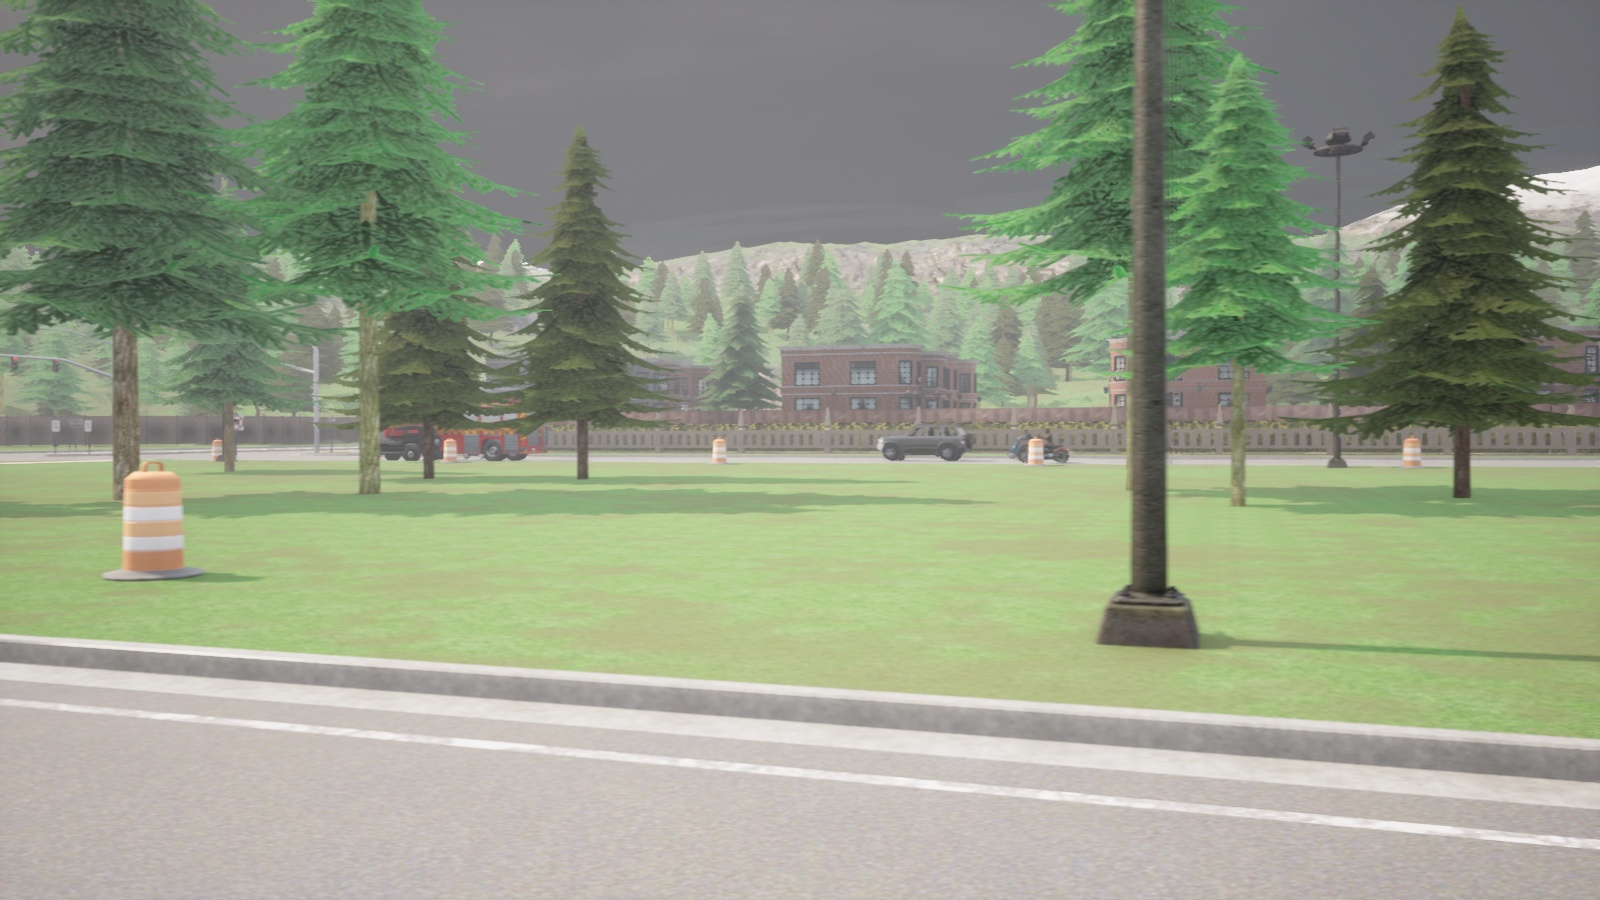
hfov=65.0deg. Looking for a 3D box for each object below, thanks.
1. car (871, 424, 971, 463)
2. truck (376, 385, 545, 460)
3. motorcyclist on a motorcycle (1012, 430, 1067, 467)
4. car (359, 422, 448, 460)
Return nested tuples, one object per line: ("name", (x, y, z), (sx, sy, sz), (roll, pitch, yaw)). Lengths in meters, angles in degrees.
("car", (5.998, -0.333, 62.352), (4.605, 1.855, 1.932), (1, 1, 18))
("truck", (-17.998, -1.473, 66.649), (8.468, 3.827, 2.891), (1, 1, 18))
("motorcyclist on a motorcycle", (10.887, -0.095, 57.035), (2.350, 1.649, 0.766), (0, 1, 18))
("car", (-20.093, -0.475, 63.672), (3.866, 1.878, 1.905), (0, 1, 19))
